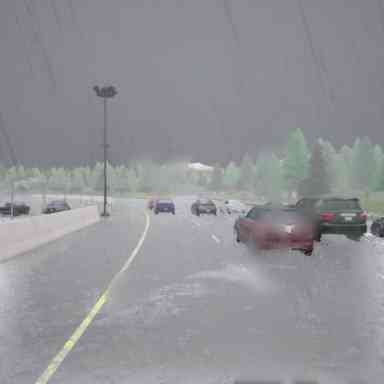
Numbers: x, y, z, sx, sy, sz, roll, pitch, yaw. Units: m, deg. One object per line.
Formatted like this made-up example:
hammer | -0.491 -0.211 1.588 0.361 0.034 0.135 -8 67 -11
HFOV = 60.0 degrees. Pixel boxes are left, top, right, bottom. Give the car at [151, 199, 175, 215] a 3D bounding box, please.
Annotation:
car | -2.926 1.477 34.505 1.882 1.535 5.008 0 0 -10

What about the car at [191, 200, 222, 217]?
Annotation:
car | 1.051 1.491 31.900 2.128 1.511 4.902 0 0 -9

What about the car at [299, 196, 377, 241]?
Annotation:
car | 6.381 1.221 16.678 2.150 2.045 5.566 0 0 -4

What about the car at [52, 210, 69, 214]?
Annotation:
car | -13.388 1.564 32.889 1.994 1.385 4.181 0 0 -9

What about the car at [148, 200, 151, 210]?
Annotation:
car | -4.713 1.600 43.766 1.895 1.301 4.718 0 0 -13

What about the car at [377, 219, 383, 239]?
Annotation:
car | 9.990 1.563 14.906 1.994 1.385 4.181 0 0 -4

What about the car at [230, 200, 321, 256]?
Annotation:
car | 3.072 1.352 13.384 2.097 1.767 4.553 0 0 -3

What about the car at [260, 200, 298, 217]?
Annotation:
car | 8.160 1.525 31.744 1.812 1.442 4.674 0 0 -8

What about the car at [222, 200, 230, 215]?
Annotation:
car | 4.213 1.525 34.272 1.812 1.442 4.674 0 0 -9
